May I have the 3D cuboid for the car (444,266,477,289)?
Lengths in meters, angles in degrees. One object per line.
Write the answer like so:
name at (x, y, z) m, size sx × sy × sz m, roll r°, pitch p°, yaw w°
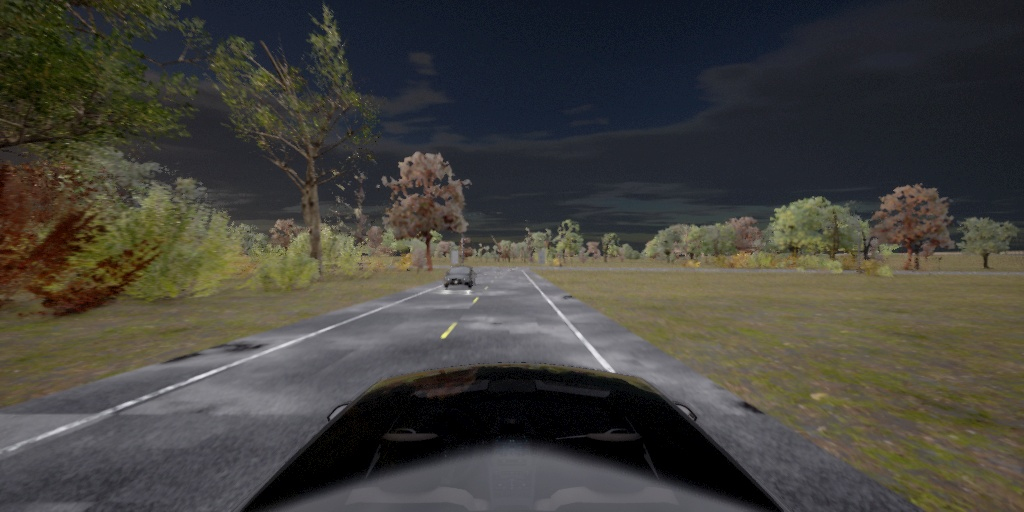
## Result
car at (-3.587, 1.462, 25.436) m, size 1.837 × 1.490 × 4.892 m, roll 0°, pitch -1°, yaw 0°
